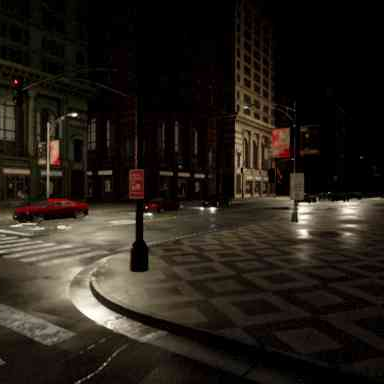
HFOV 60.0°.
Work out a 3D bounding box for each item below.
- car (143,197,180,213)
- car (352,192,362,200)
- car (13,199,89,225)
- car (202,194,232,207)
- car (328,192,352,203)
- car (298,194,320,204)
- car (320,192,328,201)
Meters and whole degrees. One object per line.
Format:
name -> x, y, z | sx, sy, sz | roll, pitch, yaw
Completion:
car -> -2.957, 1.186, 31.721 | 1.994, 1.385, 4.181 | 0, 1, 36
car -> 29.594, 0.669, 60.380 | 1.812, 1.442, 4.674 | 0, 1, 35
car -> -9.450, 1.244, 22.584 | 1.882, 1.535, 5.008 | 0, 1, 35
car -> 3.089, 0.996, 40.220 | 1.837, 1.490, 4.892 | 0, 1, 35
car -> 22.439, 0.828, 50.303 | 1.812, 1.442, 4.674 | 0, 1, 36
car -> 16.314, 0.923, 47.296 | 1.994, 1.385, 4.181 | 0, 1, 36
car -> 22.983, 0.705, 56.673 | 2.128, 1.511, 4.902 | 0, 1, 35
